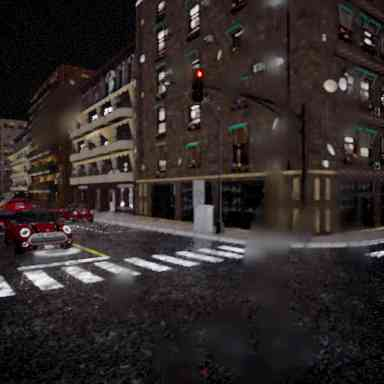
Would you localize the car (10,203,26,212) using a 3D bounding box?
[{"bbox_3d":[-28.594,2.442,54.651,1.802,1.307,4.206,-1,0,-36],"label":"car"}]

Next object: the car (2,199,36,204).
[{"bbox_3d":[-20.149,1.832,38.583,2.150,2.045,5.566,0,-1,-36],"label":"car"}]

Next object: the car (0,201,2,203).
[{"bbox_3d":[-38.396,2.546,68.184,1.967,1.590,4.097,-2,0,-36],"label":"car"}]

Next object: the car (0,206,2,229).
[{"bbox_3d":[-12.944,1.950,23.180,1.994,1.385,4.181,0,-1,-36],"label":"car"}]

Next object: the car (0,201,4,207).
[{"bbox_3d":[-44.925,2.816,77.206,1.887,1.381,4.507,-2,0,-36],"label":"car"}]

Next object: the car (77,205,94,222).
[{"bbox_3d":[-10.208,1.841,29.472,1.967,1.590,4.097,-1,0,-36],"label":"car"}]

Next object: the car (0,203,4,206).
[{"bbox_3d":[-21.419,2.161,34.915,1.994,1.385,4.181,0,0,-36],"label":"car"}]

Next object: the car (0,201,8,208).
[{"bbox_3d":[-41.659,2.755,72.694,1.947,1.339,4.313,-2,0,-36],"label":"car"}]

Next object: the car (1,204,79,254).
[{"bbox_3d":[-6.905,1.587,14.839,2.097,1.767,4.553,0,-1,-36],"label":"car"}]
